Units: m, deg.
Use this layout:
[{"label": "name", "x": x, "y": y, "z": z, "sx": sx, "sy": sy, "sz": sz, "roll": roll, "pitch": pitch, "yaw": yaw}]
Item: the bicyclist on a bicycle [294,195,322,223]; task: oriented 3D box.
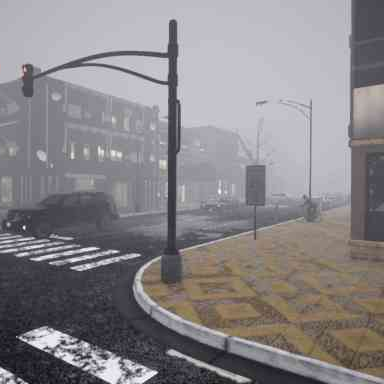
[{"label": "bicyclist on a bicycle", "x": 6.797, "y": 1.003, "z": 19.582, "sx": 1.656, "sy": 1.620, "sz": 0.582, "roll": 0, "pitch": 1, "yaw": 35}]

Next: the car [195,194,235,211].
[{"label": "car", "x": 2.411, "y": 1.011, "z": 33.359, "sx": 2.008, "sy": 1.369, "sz": 4.403, "roll": 2, "pitch": 2, "yaw": 35}]

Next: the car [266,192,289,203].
[{"label": "car", "x": 12.126, "y": 0.767, "z": 47.226, "sx": 1.802, "sy": 1.307, "sz": 4.206, "roll": 2, "pitch": 2, "yaw": 35}]

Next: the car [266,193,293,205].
[{"label": "car", "x": 11.125, "y": 0.824, "z": 41.132, "sx": 1.812, "sy": 1.442, "sz": 4.674, "roll": 1, "pitch": 1, "yaw": 35}]

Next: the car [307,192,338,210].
[{"label": "car", "x": 12.673, "y": 0.993, "z": 33.051, "sx": 2.008, "sy": 1.369, "sz": 4.403, "roll": 2, "pitch": 2, "yaw": 35}]

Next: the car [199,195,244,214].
[{"label": "car", "x": 2.767, "y": 1.138, "z": 29.117, "sx": 1.895, "sy": 1.301, "sz": 4.718, "roll": 1, "pitch": 1, "yaw": 35}]

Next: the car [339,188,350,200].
[{"label": "car", "x": 24.237, "y": 0.572, "z": 54.535, "sx": 2.033, "sy": 1.411, "sz": 5.357, "roll": 1, "pitch": 1, "yaw": 36}]

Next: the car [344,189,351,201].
[{"label": "car", "x": 25.436, "y": 0.619, "z": 51.669, "sx": 1.887, "sy": 1.381, "sz": 4.507, "roll": 2, "pitch": 2, "yaw": 35}]

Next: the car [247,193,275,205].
[{"label": "car", "x": 8.886, "y": 0.821, "z": 42.604, "sx": 1.887, "sy": 1.381, "sz": 4.507, "roll": 2, "pitch": 2, "yaw": 35}]

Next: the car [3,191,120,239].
[{"label": "car", "x": -6.215, "y": 1.009, "z": 16.565, "sx": 2.150, "sy": 2.045, "sz": 5.566, "roll": 1, "pitch": 1, "yaw": 39}]

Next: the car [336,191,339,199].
[{"label": "car", "x": 18.555, "y": 0.788, "z": 46.299, "sx": 1.895, "sy": 1.301, "sz": 4.718, "roll": 1, "pitch": 1, "yaw": 35}]
